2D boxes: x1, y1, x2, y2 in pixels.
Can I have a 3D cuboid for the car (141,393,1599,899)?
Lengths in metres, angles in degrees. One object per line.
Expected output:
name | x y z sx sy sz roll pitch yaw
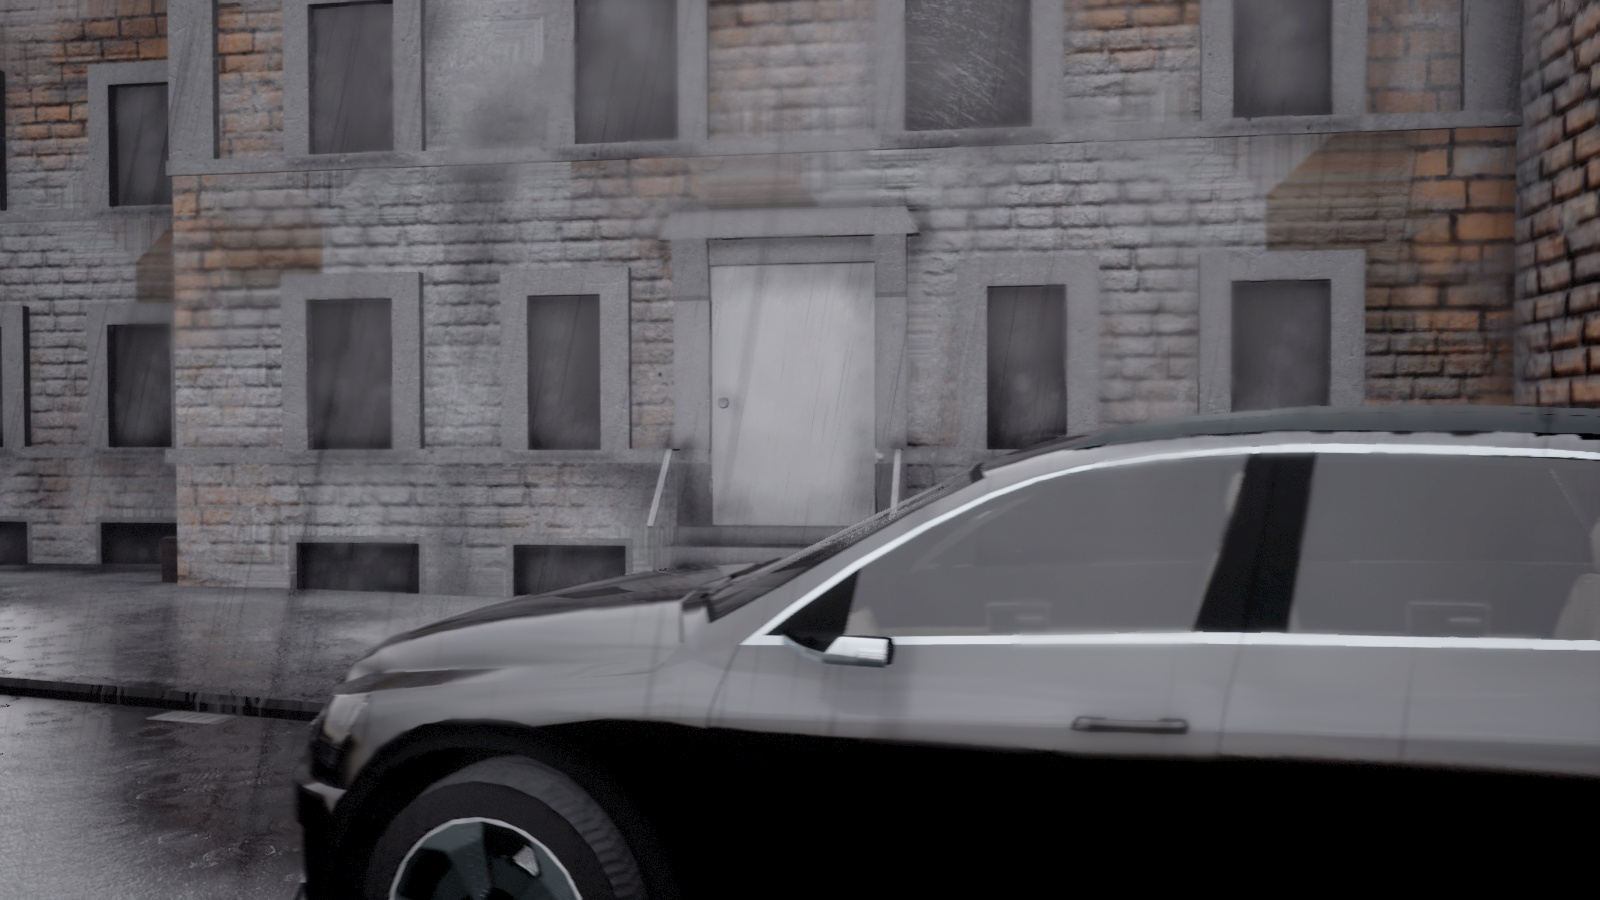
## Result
car | 0.942 0.705 3.403 4.856 1.649 2.033 1 1 19
